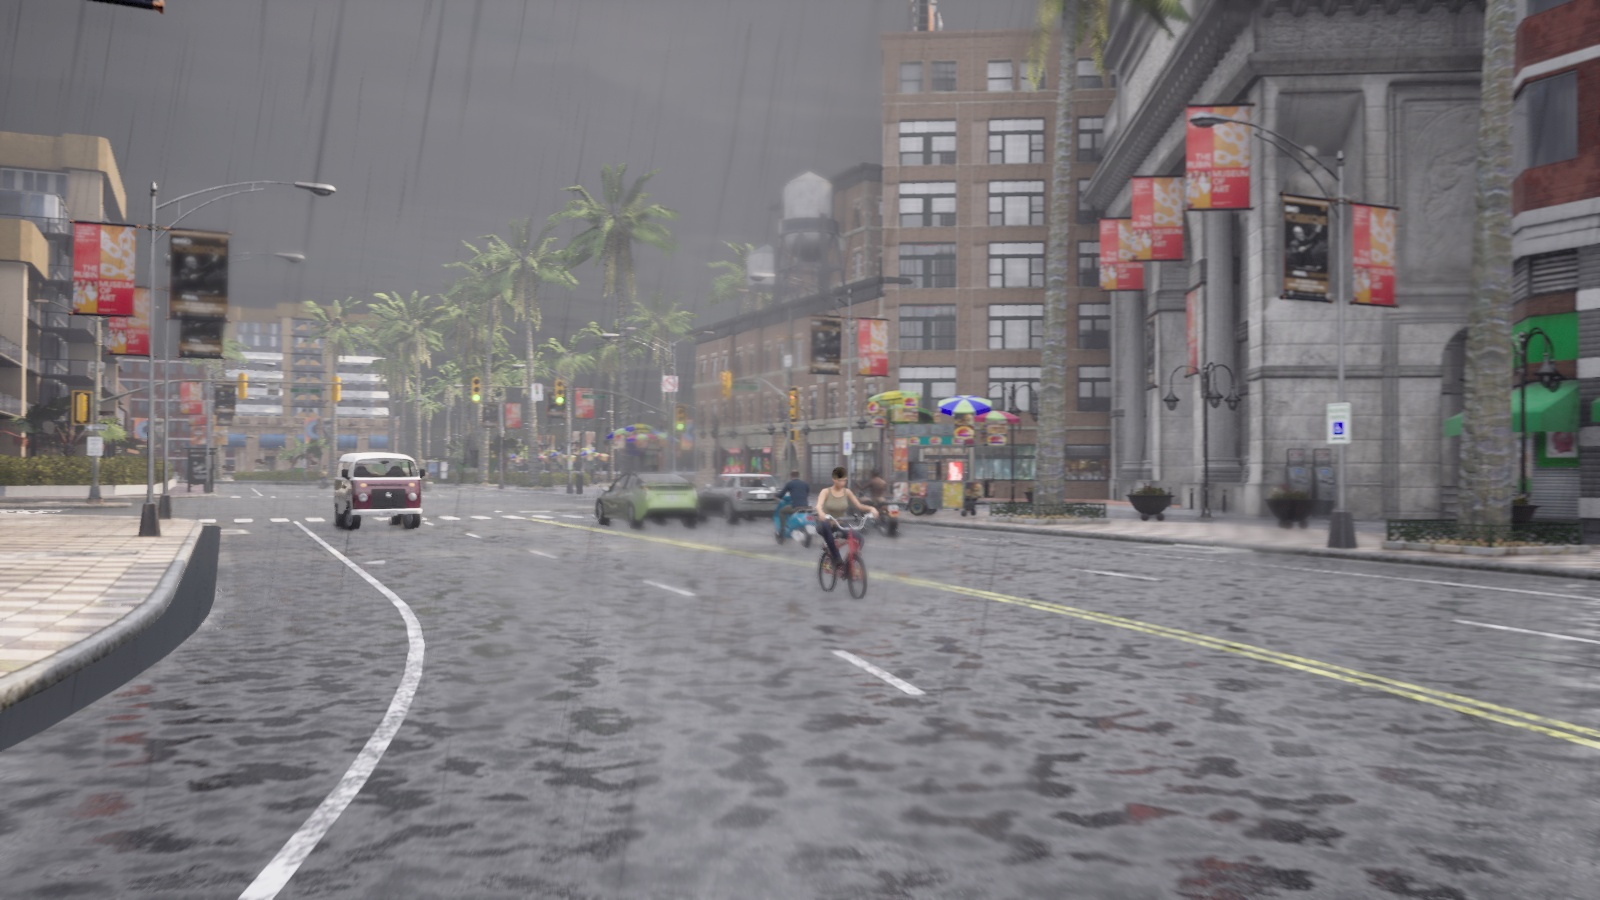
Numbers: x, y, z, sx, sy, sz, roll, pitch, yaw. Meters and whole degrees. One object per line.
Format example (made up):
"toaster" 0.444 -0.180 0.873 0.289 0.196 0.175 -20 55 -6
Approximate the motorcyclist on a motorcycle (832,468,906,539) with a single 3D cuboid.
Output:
"motorcyclist on a motorcycle" 1.643 1.266 30.377 0.766 1.649 2.350 0 -1 -25

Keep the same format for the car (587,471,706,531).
"car" -4.369 1.372 35.128 2.007 1.525 4.514 0 -1 -25

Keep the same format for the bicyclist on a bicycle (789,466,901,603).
"bicyclist on a bicycle" 0.537 1.011 15.667 0.866 1.612 1.509 0 -1 -21

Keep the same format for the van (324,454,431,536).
"van" -11.424 1.162 33.759 2.069 2.038 4.480 -1 -1 -27

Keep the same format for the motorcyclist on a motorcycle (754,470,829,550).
"motorcyclist on a motorcycle" -0.199 1.205 25.990 0.866 1.590 1.817 0 -1 -25

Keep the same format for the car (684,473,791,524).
"car" -1.951 1.430 38.220 1.970 1.475 3.806 0 -1 -25
